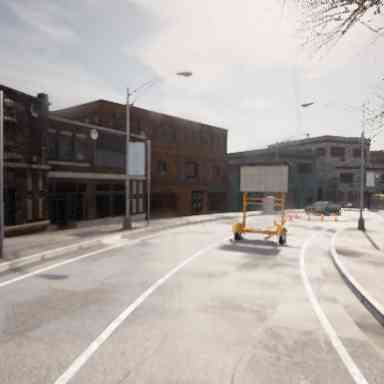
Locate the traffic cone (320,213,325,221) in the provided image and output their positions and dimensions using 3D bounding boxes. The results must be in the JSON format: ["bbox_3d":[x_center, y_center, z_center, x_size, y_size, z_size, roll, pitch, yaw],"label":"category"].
[{"bbox_3d":[10.469,2.011,26.698,0.340,0.580,0.340,2,1,31],"label":"traffic cone"}]

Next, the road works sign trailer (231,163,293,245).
[{"bbox_3d":[3.434,0.453,15.784,2.380,3.560,2.880,1,0,28],"label":"road works sign trailer"}]

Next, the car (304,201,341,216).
[{"bbox_3d":[13.116,1.612,33.354,4.181,1.385,1.994,1,1,-38],"label":"car"}]
